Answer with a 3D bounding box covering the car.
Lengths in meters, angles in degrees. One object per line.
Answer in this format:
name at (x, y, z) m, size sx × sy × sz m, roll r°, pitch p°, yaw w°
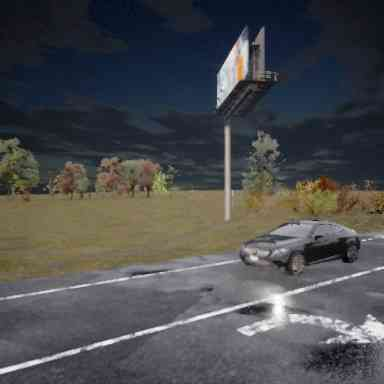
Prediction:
car at (3.658, 1.627, 10.813) m, size 4.674 × 1.442 × 1.812 m, roll 0°, pitch -1°, yaw -35°
